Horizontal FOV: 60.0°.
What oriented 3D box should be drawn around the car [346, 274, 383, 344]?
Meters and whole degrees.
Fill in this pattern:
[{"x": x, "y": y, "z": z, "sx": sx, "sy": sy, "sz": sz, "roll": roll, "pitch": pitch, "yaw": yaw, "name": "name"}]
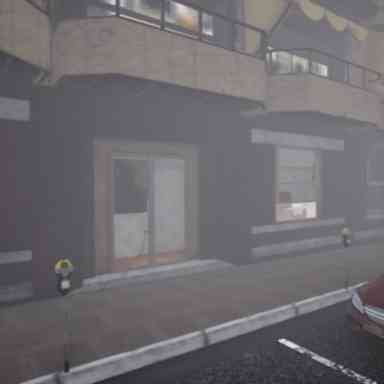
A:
[{"x": 4.251, "y": 1.536, "z": 5.351, "sx": 4.206, "sy": 1.307, "sz": 1.802, "roll": 0, "pitch": 0, "yaw": -34, "name": "car"}]
